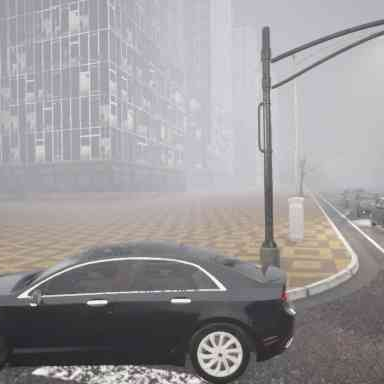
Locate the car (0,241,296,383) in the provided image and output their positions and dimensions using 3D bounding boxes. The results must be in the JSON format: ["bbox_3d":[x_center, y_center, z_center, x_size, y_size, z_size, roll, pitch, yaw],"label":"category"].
[{"bbox_3d":[-1.062,1.505,4.767,4.892,1.490,1.837,0,0,0],"label":"car"}]

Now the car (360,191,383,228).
[{"bbox_3d":[9.030,0.928,14.400,2.128,1.511,4.902,-1,2,18],"label":"car"}]

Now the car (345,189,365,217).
[{"bbox_3d":[11.081,0.759,20.694,1.994,1.385,4.181,-1,2,17],"label":"car"}]

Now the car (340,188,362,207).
[{"bbox_3d":[13.077,0.454,26.757,2.128,1.511,4.902,-1,2,18],"label":"car"}]
